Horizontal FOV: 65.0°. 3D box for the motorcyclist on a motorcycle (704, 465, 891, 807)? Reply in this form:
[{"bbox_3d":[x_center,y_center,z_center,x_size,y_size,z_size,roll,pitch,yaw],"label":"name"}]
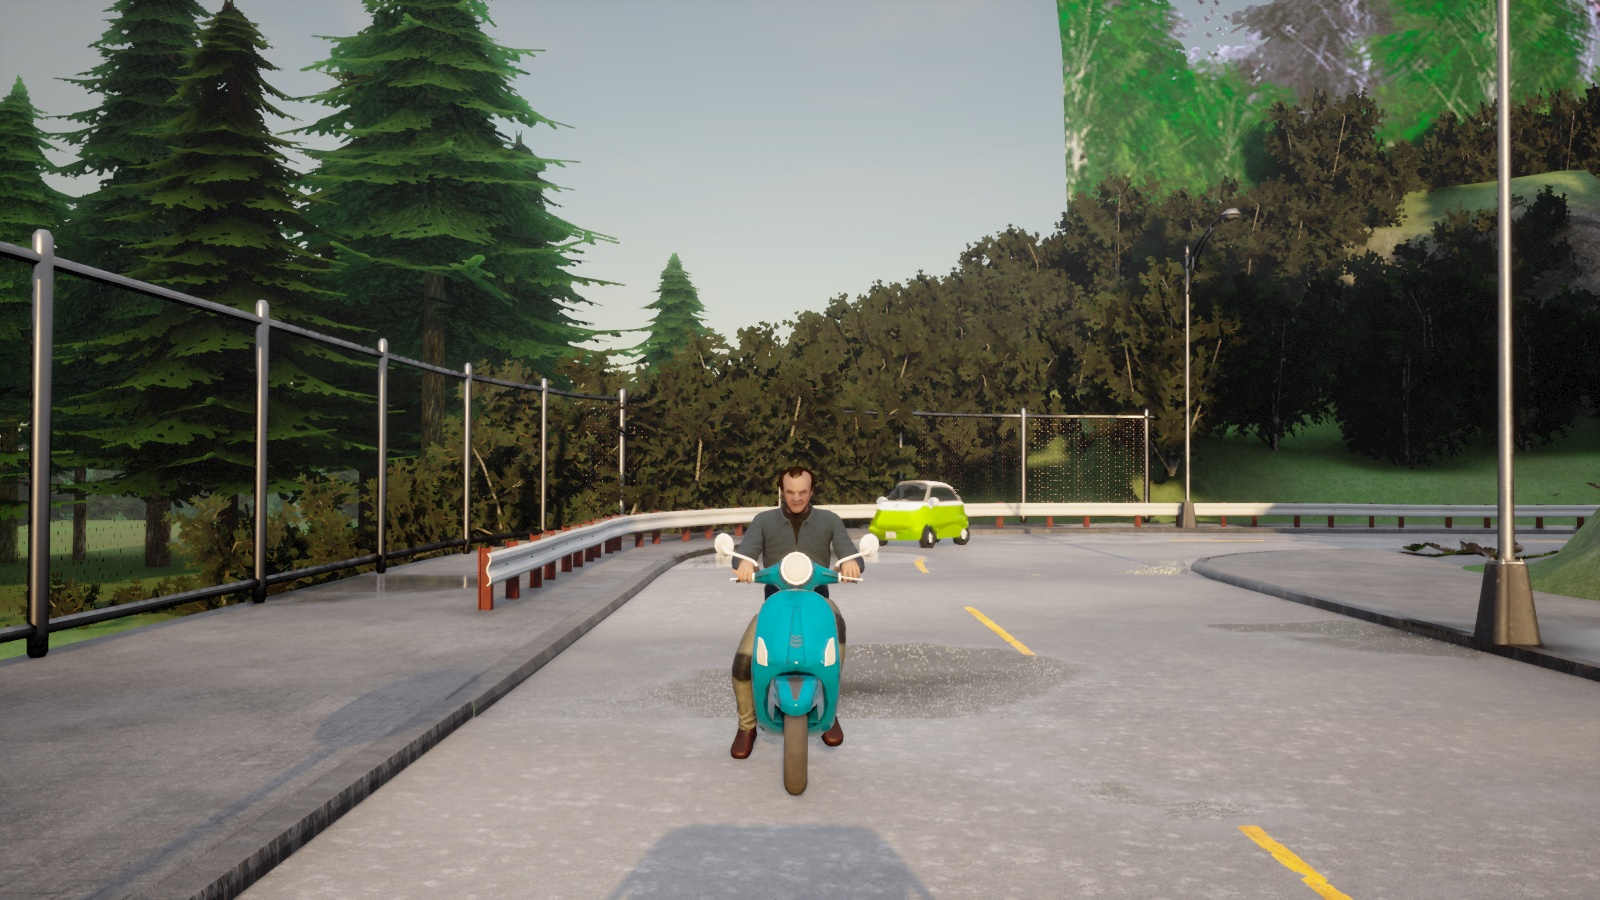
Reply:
[{"bbox_3d":[-0.012,0.881,6.766,0.866,1.590,1.817,0,-1,0],"label":"motorcyclist on a motorcycle"}]

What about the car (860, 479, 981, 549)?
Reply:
[{"bbox_3d":[2.533,1.300,26.192,1.481,1.376,2.207,-2,-2,42],"label":"car"}]
